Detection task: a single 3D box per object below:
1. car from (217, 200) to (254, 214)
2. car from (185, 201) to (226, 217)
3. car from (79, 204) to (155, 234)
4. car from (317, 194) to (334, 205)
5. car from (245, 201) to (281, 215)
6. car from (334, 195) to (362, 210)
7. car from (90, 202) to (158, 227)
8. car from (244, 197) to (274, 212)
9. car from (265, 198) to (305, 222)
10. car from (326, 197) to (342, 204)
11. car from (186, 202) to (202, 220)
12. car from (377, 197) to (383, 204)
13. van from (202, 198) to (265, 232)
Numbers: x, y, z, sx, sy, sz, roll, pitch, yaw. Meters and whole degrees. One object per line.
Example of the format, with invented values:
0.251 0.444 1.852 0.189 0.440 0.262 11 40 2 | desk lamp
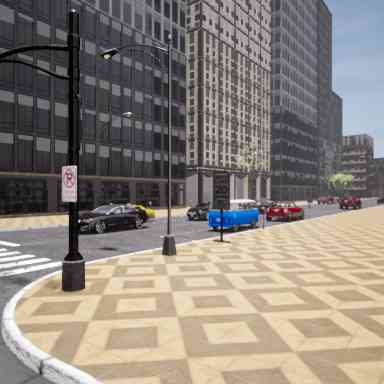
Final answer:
4.781 1.571 36.111 1.887 1.381 4.507 0 0 38 | car
1.377 1.604 31.710 1.802 1.307 4.206 0 0 38 | car
-4.765 1.508 19.741 2.128 1.511 4.902 0 0 38 | car
25.204 1.381 62.518 2.192 1.841 5.009 0 0 38 | car
7.768 1.632 35.921 1.895 1.301 4.718 0 0 38 | car
21.225 1.369 44.493 2.192 1.841 5.009 0 0 38 | car
-4.749 1.540 24.001 1.752 1.417 4.829 0 0 38 | car
8.184 1.471 40.512 1.967 1.590 4.097 0 0 38 | car
7.610 1.472 26.888 1.967 1.590 4.097 0 0 38 | car
28.607 1.625 66.918 2.008 1.369 4.403 0 0 38 | car
1.485 1.528 27.819 1.837 1.490 4.892 0 0 38 | car
38.243 1.659 66.497 1.947 1.339 4.313 0 0 38 | car
2.632 1.368 20.270 1.690 1.788 3.998 0 0 38 | van
